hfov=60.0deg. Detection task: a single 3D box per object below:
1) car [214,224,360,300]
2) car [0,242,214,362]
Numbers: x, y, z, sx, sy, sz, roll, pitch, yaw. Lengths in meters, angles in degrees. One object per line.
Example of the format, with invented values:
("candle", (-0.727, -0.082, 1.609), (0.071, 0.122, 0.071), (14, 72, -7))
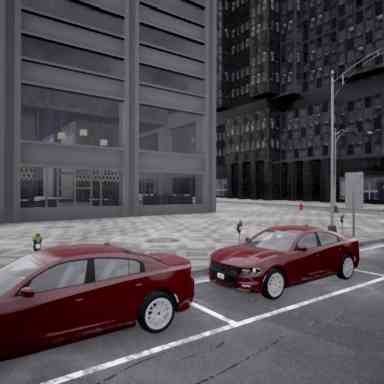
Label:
("car", (2.441, 1.545, 8.404), (4.507, 1.381, 1.887), (0, 0, -35))
("car", (-2.057, 1.545, 5.194), (4.507, 1.381, 1.887), (0, 0, -35))
